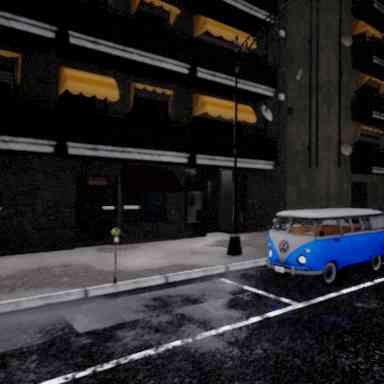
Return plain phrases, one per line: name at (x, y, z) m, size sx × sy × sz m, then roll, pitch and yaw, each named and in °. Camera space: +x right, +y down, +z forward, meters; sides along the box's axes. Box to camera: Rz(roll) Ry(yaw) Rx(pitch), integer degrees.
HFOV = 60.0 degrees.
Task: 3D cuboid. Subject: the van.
van at (3.847, 1.361, 9.291) m, size 3.998 × 1.788 × 1.690 m, roll 0°, pitch 0°, yaw -35°
